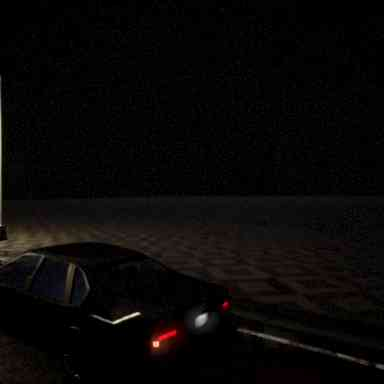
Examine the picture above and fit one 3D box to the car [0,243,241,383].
[{"bbox_3d":[-1.931,1.568,5.371,5.357,1.411,2.033,0,0,35],"label":"car"}]
